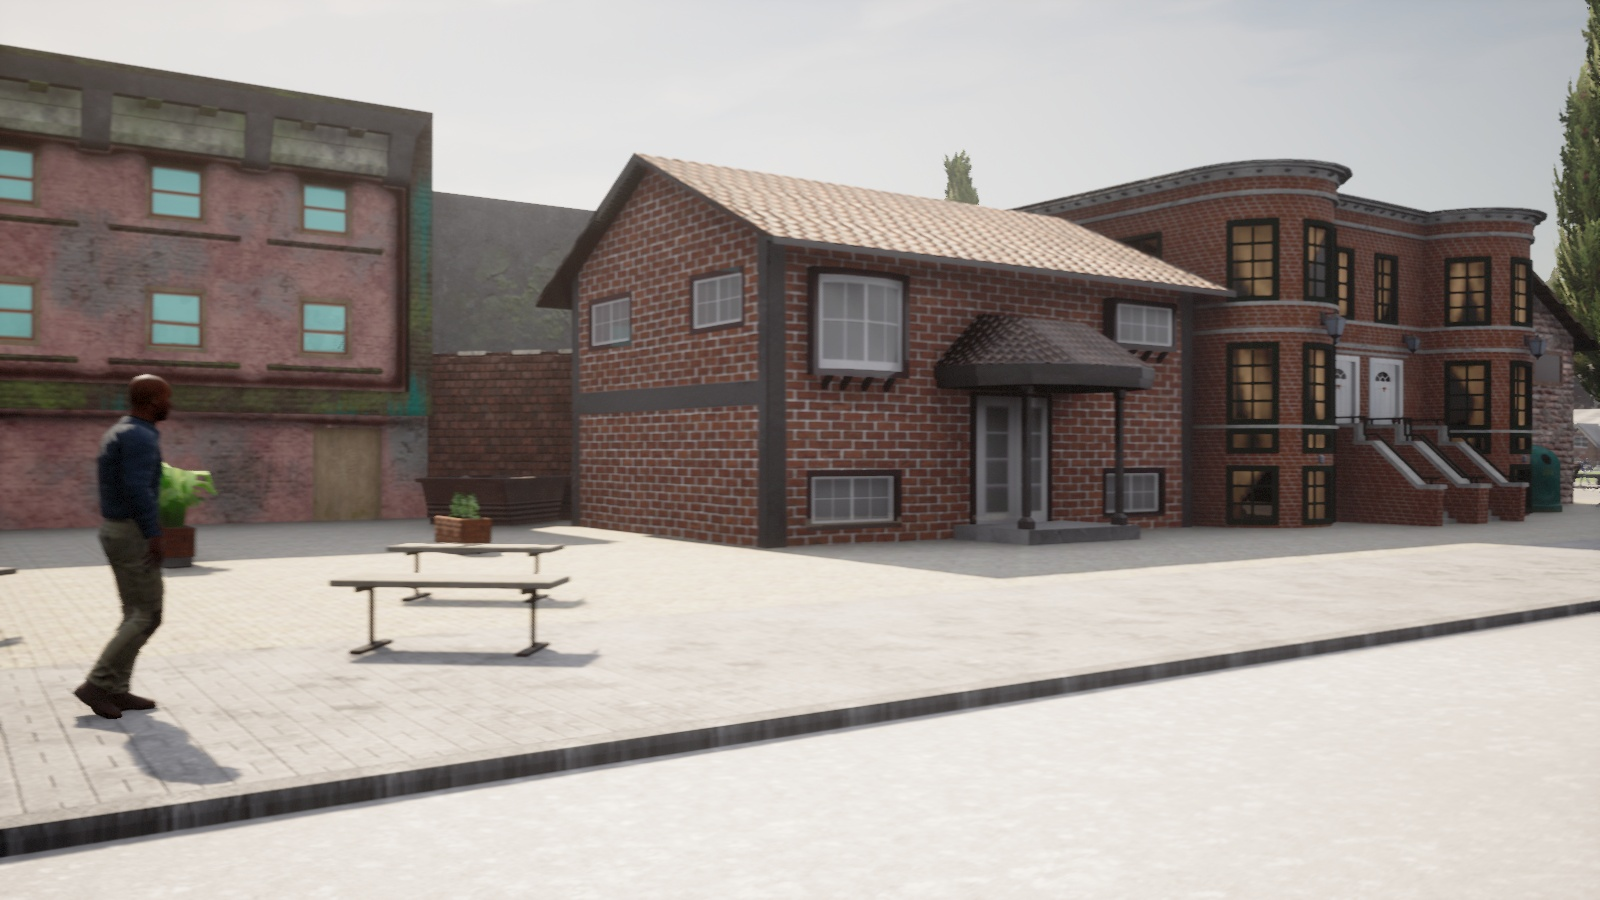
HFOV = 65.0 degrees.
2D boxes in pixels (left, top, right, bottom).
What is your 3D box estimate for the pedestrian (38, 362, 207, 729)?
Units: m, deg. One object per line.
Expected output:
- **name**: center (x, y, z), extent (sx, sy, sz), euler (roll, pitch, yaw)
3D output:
- **pedestrian**: center (-3.589, 0.479, 6.668), extent (0.726, 1.835, 0.370), euler (0, 0, -41)
